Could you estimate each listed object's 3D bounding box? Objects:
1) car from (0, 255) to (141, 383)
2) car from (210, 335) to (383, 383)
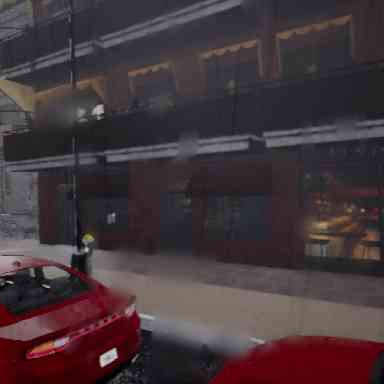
[{"bbox_3d":[-2.783,1.543,4.426,4.507,1.381,1.887,-1,0,29],"label":"car"},{"bbox_3d":[2.165,1.481,1.656,4.507,1.381,1.887,-1,0,29],"label":"car"}]
